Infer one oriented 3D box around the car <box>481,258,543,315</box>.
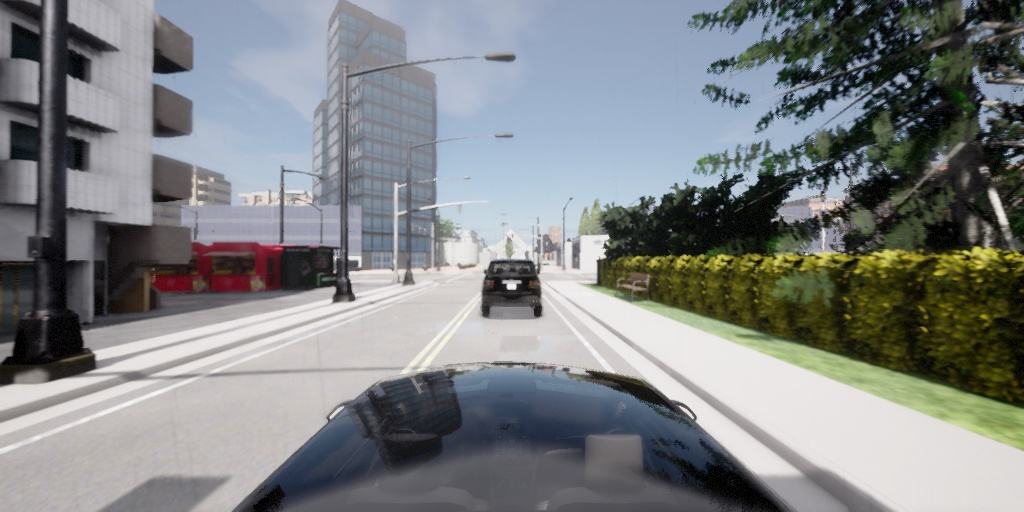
[{"bbox_3d":[0.000,1.112,14.424,2.150,2.045,5.566,0,0,0],"label":"car"}]
